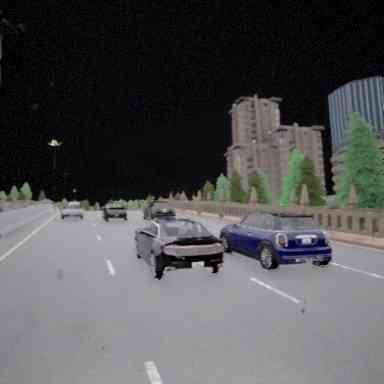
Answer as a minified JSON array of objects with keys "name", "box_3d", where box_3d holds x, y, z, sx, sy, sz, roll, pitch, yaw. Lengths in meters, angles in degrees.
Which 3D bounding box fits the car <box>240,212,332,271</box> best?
[{"name":"car","box_3d":[2.665,1.464,11.703,2.097,1.767,4.553,0,-1,-18]}]

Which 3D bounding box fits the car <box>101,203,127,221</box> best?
[{"name":"car","box_3d":[-6.869,1.715,29.353,2.128,1.511,4.902,0,0,-18]}]

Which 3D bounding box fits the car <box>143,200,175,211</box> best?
[{"name":"car","box_3d":[-2.849,1.582,28.350,2.097,1.767,4.553,0,-1,-18]}]

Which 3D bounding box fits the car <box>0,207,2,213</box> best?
[{"name":"car","box_3d":[-18.059,1.668,29.131,2.128,1.511,4.902,0,0,-18]}]

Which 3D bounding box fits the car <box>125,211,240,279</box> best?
[{"name":"car","box_3d":[-0.617,1.581,10.477,2.128,1.511,4.902,0,0,-18]}]

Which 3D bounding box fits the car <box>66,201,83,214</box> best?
[{"name":"car","box_3d":[-14.424,1.851,41.034,1.812,1.442,4.674,0,-1,-18]}]

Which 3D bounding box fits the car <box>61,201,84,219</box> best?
[{"name":"car","box_3d":[-11.118,1.822,31.046,1.895,1.301,4.718,0,0,-18]}]
